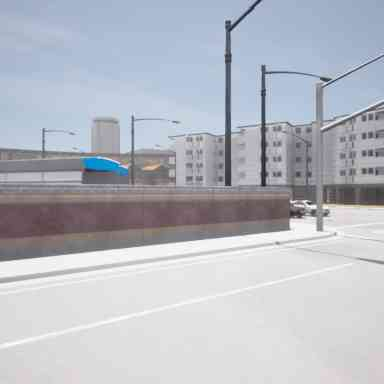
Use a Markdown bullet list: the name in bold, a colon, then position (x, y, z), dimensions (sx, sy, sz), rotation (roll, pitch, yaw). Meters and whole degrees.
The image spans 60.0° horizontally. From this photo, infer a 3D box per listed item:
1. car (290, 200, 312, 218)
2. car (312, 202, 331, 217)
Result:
- **car**: position (7.848, 1.505, 29.722), dimensions (1.837, 1.490, 4.892), rotation (0, 0, -35)
- **car**: position (10.791, 1.526, 31.646), dimensions (1.812, 1.442, 4.674), rotation (0, 0, -36)
